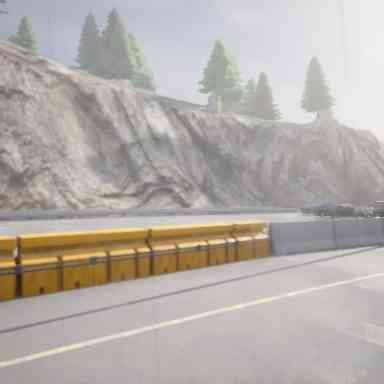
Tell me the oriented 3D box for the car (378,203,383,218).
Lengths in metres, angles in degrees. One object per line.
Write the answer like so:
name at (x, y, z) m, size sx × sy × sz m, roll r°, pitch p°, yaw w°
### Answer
car at (17.345, 1.799, 25.660) m, size 5.357 × 1.411 × 2.033 m, roll 1°, pitch 0°, yaw -24°

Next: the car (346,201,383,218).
car at (16.090, 1.598, 28.858) m, size 4.553 × 1.767 × 2.097 m, roll 1°, pitch 0°, yaw -24°

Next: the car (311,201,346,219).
car at (14.160, 1.835, 31.867) m, size 4.718 × 1.301 × 1.895 m, roll 1°, pitch 0°, yaw -24°

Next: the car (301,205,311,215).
car at (13.966, 1.720, 35.588) m, size 5.008 × 1.535 × 1.882 m, roll 1°, pitch 0°, yaw -24°
